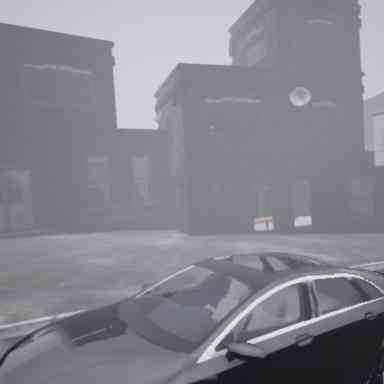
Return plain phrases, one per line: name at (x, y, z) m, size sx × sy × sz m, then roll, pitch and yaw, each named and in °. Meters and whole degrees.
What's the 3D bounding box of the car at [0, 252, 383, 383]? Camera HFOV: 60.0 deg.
car at (0.557, 1.504, 3.619) m, size 4.902 × 1.511 × 2.128 m, roll 0°, pitch 0°, yaw -30°
